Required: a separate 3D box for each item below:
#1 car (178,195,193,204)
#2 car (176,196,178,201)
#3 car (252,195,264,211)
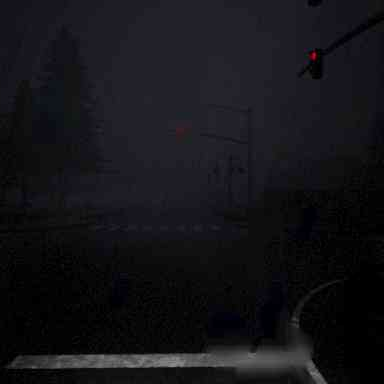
[{"bbox_3d":[-0.906,1.518,60.921,2.033,1.411,5.357,0,0,-7],"label":"car"},{"bbox_3d":[-2.198,1.327,71.105,1.812,1.442,4.674,0,0,-13],"label":"car"},{"bbox_3d":[8.868,1.144,36.301,4.605,1.855,1.932,0,0,-1],"label":"car"}]
